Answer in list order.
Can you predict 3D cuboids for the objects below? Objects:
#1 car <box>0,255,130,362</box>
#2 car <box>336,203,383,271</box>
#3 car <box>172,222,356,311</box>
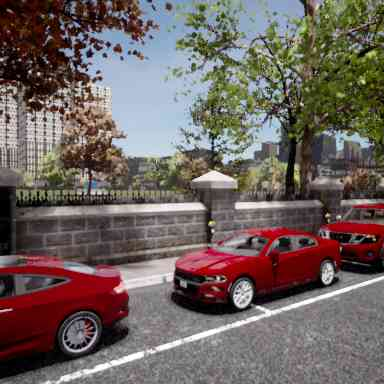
[{"bbox_3d":[-2.915,1.582,4.471,4.206,1.307,1.802,0,0,-36],"label":"car"},{"bbox_3d":[6.229,1.313,11.046,5.009,1.841,2.192,0,0,-36],"label":"car"},{"bbox_3d":[1.656,1.544,7.758,4.507,1.381,1.887,0,0,-36],"label":"car"}]
